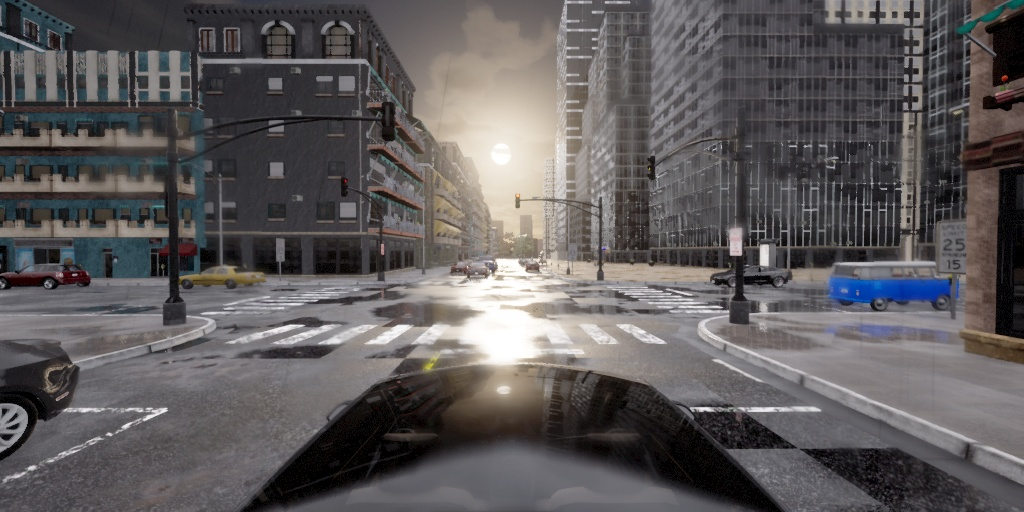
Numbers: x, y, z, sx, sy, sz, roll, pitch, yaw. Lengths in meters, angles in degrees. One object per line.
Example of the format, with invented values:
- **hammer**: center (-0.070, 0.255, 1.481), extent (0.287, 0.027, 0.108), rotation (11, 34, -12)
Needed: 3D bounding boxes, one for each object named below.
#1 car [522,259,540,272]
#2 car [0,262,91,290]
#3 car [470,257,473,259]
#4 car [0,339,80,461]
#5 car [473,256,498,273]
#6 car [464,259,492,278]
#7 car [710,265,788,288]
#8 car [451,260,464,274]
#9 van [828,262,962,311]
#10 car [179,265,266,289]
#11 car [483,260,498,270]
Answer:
- **car**: center (2.573, 1.289, 45.928), extent (1.888, 1.381, 4.507), rotation (0, 0, 0)
- **car**: center (-28.819, 1.189, 22.060), extent (4.097, 1.591, 1.967), rotation (0, 0, 0)
- **car**: center (-5.775, 1.184, 45.854), extent (1.967, 1.591, 4.097), rotation (0, 0, 0)
- **car**: center (-5.691, 1.300, 2.139), extent (2.007, 1.370, 4.403), rotation (0, 0, 0)
- **car**: center (-3.175, 0.966, 44.087), extent (2.150, 2.045, 5.566), rotation (0, 0, 0)
- **car**: center (-3.160, 1.270, 34.181), extent (1.812, 1.442, 4.674), rotation (0, 0, 0)
- **car**: center (14.637, 1.216, 22.214), extent (4.313, 1.339, 1.948), rotation (0, 0, 0)
- **car**: center (-5.764, 1.289, 40.205), extent (1.888, 1.381, 4.507), rotation (0, 0, 0)
- **van**: center (14.667, 1.117, 13.834), extent (3.998, 1.789, 1.690), rotation (0, 0, 0)
- **car**: center (-17.921, 1.247, 22.099), extent (4.829, 1.417, 1.751), rotation (0, 0, 0)
- **car**: center (-3.184, 1.309, 54.061), extent (1.994, 1.385, 4.181), rotation (0, 0, 0)
